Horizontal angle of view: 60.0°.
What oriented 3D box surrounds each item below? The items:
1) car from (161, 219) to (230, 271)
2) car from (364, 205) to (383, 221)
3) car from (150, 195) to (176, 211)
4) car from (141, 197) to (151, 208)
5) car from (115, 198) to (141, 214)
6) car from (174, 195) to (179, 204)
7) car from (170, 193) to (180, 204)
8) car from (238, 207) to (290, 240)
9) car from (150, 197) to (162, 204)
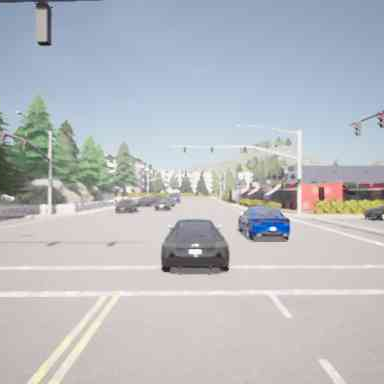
[{"bbox_3d":[0.093,1.564,10.964,1.994,1.385,4.181,0,0,0],"label":"car"},{"bbox_3d":[15.992,1.473,25.869,4.892,1.490,1.837,-1,0,0],"label":"car"},{"bbox_3d":[-3.601,1.535,41.956,2.128,1.511,4.902,0,0,0],"label":"car"},{"bbox_3d":[-7.100,1.530,50.558,1.882,1.535,5.008,0,0,0],"label":"car"},{"bbox_3d":[-7.110,1.541,36.369,1.837,1.490,4.892,0,0,0],"label":"car"},{"bbox_3d":[-3.591,1.601,51.964,2.033,1.411,5.357,0,0,0],"label":"car"},{"bbox_3d":[-3.532,1.293,68.001,2.150,2.045,5.566,0,0,0],"label":"car"},{"bbox_3d":[3.593,1.490,17.239,1.882,1.535,5.008,0,0,0],"label":"car"},{"bbox_3d":[-7.046,1.629,65.453,1.994,1.385,4.181,0,0,0],"label":"car"}]
